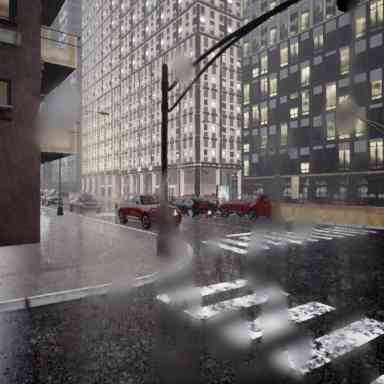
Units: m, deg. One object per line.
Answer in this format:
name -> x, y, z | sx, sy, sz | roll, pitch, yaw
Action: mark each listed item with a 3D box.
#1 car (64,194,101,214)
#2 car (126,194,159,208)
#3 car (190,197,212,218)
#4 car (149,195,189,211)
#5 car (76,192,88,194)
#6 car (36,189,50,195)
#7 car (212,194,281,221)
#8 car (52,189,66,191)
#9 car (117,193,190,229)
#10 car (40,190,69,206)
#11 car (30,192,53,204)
car -> -9.140, 1.067, 28.250 | 1.802, 1.307, 4.206 | 2, 0, -36
car -> -5.661, 0.965, 37.716 | 1.947, 1.339, 4.313 | 1, 0, -36
car -> -0.168, 1.142, 25.709 | 1.837, 1.490, 4.892 | 0, 1, -36
car -> -2.398, 1.070, 33.229 | 1.947, 1.339, 4.313 | 1, 0, -36
car -> -15.562, 0.706, 46.909 | 1.994, 1.385, 4.181 | 0, 1, -36
car -> -35.016, -0.011, 78.097 | 1.887, 1.381, 4.507 | 1, 0, -36
car -> 4.131, 1.027, 24.255 | 2.192, 1.841, 5.009 | 1, 0, -36
car -> -25.231, 0.309, 64.637 | 1.887, 1.381, 4.507 | 1, 0, -36
car -> -2.610, 1.008, 19.278 | 2.192, 1.841, 5.009 | 2, 0, -36
car -> -15.661, 0.827, 37.222 | 2.008, 1.369, 4.403 | 2, 0, -36
car -> -18.923, 0.752, 41.707 | 1.802, 1.307, 4.206 | 2, 0, -36
